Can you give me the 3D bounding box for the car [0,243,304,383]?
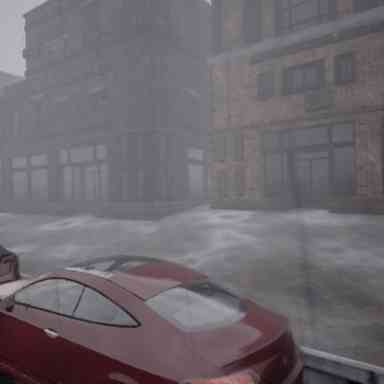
[{"bbox_3d":[-1.077,1.524,4.070,4.674,1.452,2.002,0,0,35],"label":"car"}]
